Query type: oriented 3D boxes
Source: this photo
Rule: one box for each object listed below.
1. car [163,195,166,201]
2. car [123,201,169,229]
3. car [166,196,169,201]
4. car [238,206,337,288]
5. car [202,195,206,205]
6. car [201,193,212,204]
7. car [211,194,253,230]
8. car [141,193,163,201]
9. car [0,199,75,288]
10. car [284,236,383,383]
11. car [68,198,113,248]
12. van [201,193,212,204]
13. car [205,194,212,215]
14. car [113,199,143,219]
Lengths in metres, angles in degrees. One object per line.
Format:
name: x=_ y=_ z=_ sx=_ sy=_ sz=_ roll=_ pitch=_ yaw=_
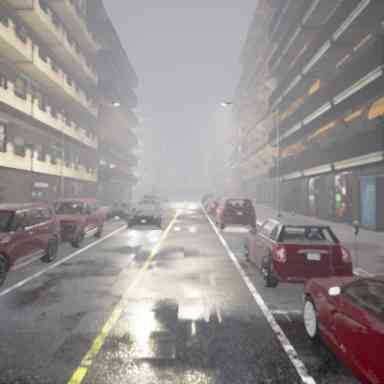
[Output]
car: x=-5.311 y=1.333 z=47.797 sx=1.887 sy=1.381 sz=4.507 roll=1 pitch=0 yaw=0
car: x=-2.756 y=1.456 z=20.837 sx=1.994 sy=1.385 sz=4.181 roll=0 pitch=0 yaw=0
car: x=-5.318 y=1.330 z=64.390 sx=1.802 sy=1.307 sz=4.206 roll=1 pitch=0 yaw=0
car: x=2.591 y=1.391 z=9.025 sx=1.967 sy=1.590 sz=4.097 roll=1 pitch=0 yaw=0
car: x=2.536 y=1.388 z=42.213 sx=1.802 sy=1.307 sz=4.206 roll=1 pitch=0 yaw=0
car: x=2.538 y=1.089 z=53.274 sx=2.192 sy=1.841 sz=5.009 roll=1 pitch=0 yaw=0
car: x=2.549 y=1.211 z=20.086 sx=2.192 sy=1.841 sz=5.009 roll=1 pitch=0 yaw=0
car: x=-5.304 y=1.121 z=42.264 sx=2.192 sy=1.841 sz=5.009 roll=1 pitch=0 yaw=0
car: x=-5.293 y=1.266 z=9.082 sx=2.192 sy=1.841 sz=5.009 roll=1 pitch=0 yaw=0
car: x=2.583 y=1.525 z=3.493 sx=1.887 sy=1.381 sz=4.507 roll=1 pitch=0 yaw=0
car: x=-5.295 y=1.237 z=14.612 sx=2.192 sy=1.841 sz=5.009 roll=1 pitch=0 yaw=0
van: x=2.536 y=1.101 z=58.806 sx=1.690 sy=1.788 sz=3.998 roll=1 pitch=0 yaw=0
car: x=2.543 y=1.287 z=31.149 sx=1.967 sy=1.590 sz=4.097 roll=1 pitch=0 yaw=0
car: x=-5.305 y=1.435 z=25.676 sx=1.947 sy=1.339 sz=4.313 roll=1 pitch=0 yaw=0
